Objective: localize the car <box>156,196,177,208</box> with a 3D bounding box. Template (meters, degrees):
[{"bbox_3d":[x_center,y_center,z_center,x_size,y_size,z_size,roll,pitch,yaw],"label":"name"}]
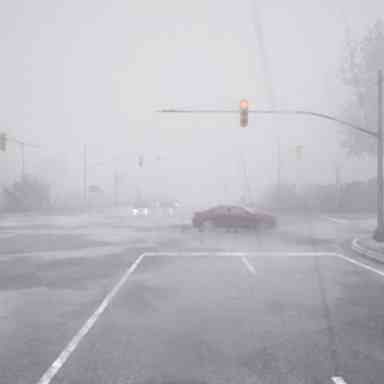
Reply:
[{"bbox_3d":[-3.622,1.477,48.192,1.882,1.535,5.008,0,0,0],"label":"car"}]

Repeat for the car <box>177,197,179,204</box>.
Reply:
[{"bbox_3d":[-3.580,1.477,64.390,1.882,1.535,5.008,0,0,0],"label":"car"}]

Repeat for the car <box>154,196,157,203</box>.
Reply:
[{"bbox_3d":[-7.079,1.505,64.521,1.837,1.490,4.892,0,0,0],"label":"car"}]

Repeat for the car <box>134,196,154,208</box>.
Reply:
[{"bbox_3d":[-7.123,1.601,47.775,1.895,1.301,4.718,0,0,0],"label":"car"}]

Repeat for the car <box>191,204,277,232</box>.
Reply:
[{"bbox_3d":[2.446,1.484,19.667,5.008,1.535,1.882,0,0,3],"label":"car"}]
